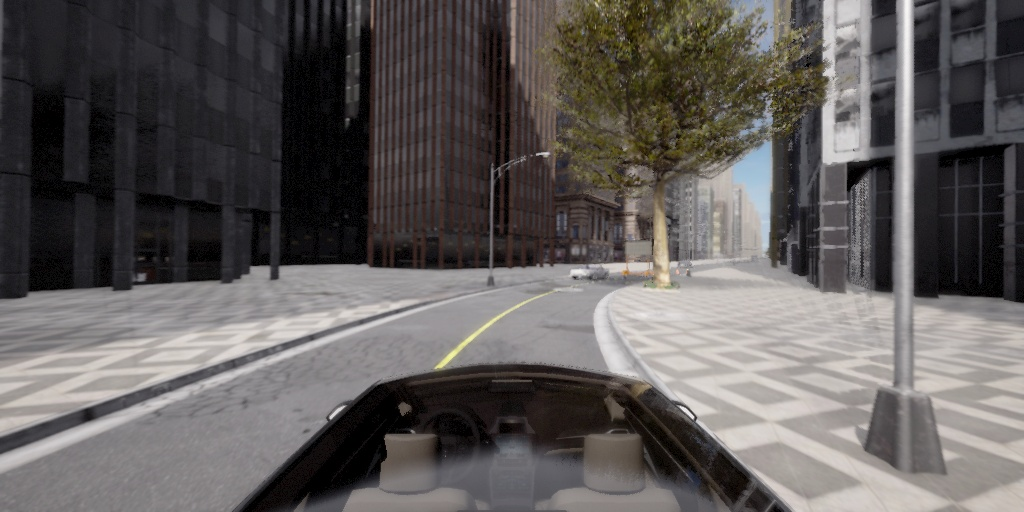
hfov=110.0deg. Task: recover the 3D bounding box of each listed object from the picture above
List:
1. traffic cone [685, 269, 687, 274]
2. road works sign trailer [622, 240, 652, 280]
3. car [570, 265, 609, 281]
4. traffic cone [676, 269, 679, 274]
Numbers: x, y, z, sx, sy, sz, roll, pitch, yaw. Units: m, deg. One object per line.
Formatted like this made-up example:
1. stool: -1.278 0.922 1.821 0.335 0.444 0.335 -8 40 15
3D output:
1. traffic cone: 20.656 1.885 42.422 0.340 0.580 0.340 0 0 36
2. road works sign trailer: 11.607 0.326 32.932 2.380 3.560 2.880 0 0 36
3. car: 6.869 1.423 31.539 1.895 1.301 4.718 0 0 35
4. traffic cone: 19.848 1.878 43.011 0.340 0.580 0.340 0 0 36
